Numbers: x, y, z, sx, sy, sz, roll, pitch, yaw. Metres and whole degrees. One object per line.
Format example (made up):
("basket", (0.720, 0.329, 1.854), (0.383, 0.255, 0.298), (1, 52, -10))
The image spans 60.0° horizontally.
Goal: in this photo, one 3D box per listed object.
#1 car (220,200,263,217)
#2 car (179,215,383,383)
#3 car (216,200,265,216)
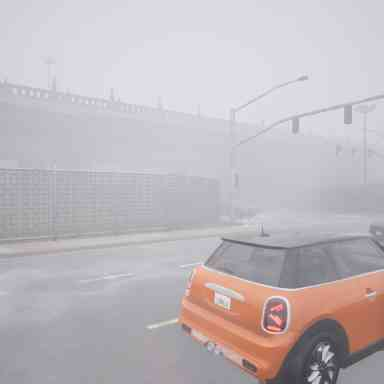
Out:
("car", (3.869, 1.560, 30.729), (1.837, 1.490, 4.892), (0, 0, -36))
("car", (2.115, 1.352, 5.295), (4.553, 1.767, 2.097), (0, 0, -35))
("car", (4.996, 1.603, 35.174), (2.033, 1.411, 5.357), (0, 0, -35))
